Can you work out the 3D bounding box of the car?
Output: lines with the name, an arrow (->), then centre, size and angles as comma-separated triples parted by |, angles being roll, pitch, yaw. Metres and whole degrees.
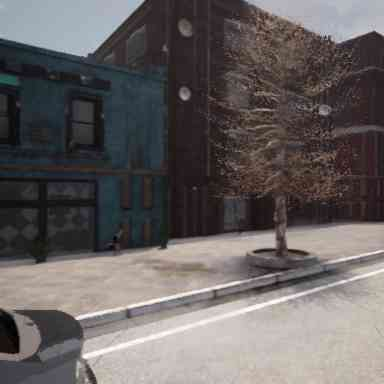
car -> -2.949, 1.511, 1.572 | 4.892, 1.490, 1.837 | 0, 0, -36
